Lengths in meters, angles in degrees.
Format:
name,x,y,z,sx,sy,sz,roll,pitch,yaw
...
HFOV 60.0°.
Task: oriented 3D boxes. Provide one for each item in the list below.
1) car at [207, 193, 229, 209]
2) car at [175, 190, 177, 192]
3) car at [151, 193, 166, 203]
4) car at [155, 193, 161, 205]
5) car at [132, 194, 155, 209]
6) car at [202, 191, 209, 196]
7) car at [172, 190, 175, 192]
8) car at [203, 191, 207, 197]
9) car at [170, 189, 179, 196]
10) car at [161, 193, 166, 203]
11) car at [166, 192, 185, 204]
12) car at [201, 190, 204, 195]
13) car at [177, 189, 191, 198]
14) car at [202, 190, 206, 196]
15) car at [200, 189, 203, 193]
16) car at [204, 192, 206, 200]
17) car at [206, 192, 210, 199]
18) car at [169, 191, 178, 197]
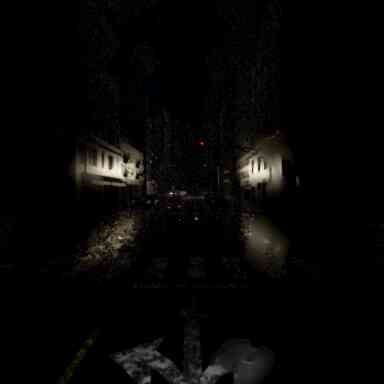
name,x,y,z,sx,sy,sz,roll,pitch,yaw
car,3.019,1.141,36.515,1.947,1.339,4.313,1,1,1
car,-4.981,0.683,75.326,1.947,1.339,4.313,1,1,1
car,-5.280,0.924,53.212,1.887,1.381,4.507,1,1,1
car,-5.431,1.075,42.155,1.947,1.339,4.313,1,1,1
car,-5.506,1.156,36.627,1.802,1.307,4.206,1,1,1
car,3.769,0.501,91.814,1.802,1.307,4.206,1,1,1
car,-5.057,0.710,69.627,1.752,1.417,4.829,1,1,1
car,3.244,0.925,53.105,1.887,1.381,4.507,1,1,1
car,-4.753,0.233,91.908,2.192,1.841,5.009,1,1,1
car,-5.356,0.995,47.684,2.008,1.369,4.403,1,1,1
car,-2.488,1.040,48.944,1.895,1.301,4.718,0,1,1
car,3.544,0.669,75.224,2.008,1.369,4.403,1,1,1
car,-2.070,0.588,79.805,2.128,1.511,4.902,0,1,1
car,3.394,0.816,64.164,1.947,1.339,4.313,1,1,1
car,3.694,0.551,86.284,1.947,1.339,4.313,1,1,1
car,3.169,0.996,47.575,2.008,1.369,4.403,1,1,1
car,3.094,1.055,42.045,1.887,1.381,4.507,1,1,1
car,-4.830,0.550,86.383,1.947,1.339,4.313,1,1,1
